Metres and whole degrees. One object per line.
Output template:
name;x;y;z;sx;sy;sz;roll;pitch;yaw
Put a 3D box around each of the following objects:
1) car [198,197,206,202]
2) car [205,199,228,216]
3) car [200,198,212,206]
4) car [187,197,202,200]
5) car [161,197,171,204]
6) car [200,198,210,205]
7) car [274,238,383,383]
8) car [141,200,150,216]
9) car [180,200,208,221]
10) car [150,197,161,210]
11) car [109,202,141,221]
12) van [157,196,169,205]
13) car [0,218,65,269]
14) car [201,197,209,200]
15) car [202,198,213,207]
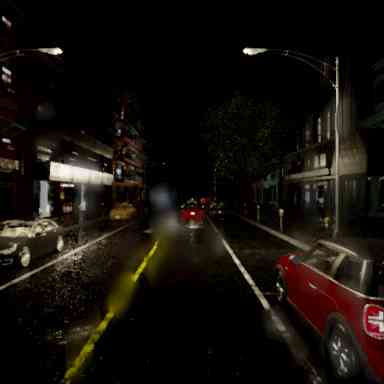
car;2.558;1.921;85.198;1.947;1.339;4.313;0;0;0
car;2.637;1.668;33.930;2.008;1.369;4.403;0;0;0
car;2.593;1.786;62.413;1.887;1.381;4.507;0;0;0
car;0.032;1.655;45.771;2.128;1.511;4.902;0;0;0
car;-5.805;1.879;73.797;1.802;1.307;4.206;0;0;0
car;2.584;1.835;68.109;1.947;1.339;4.313;0;0;0
car;2.680;1.458;5.447;1.967;1.590;4.097;0;0;0
car;-5.744;1.662;33.920;1.887;1.381;4.507;0;0;0
car;0.056;1.658;27.893;1.994;1.385;4.181;0;0;0
car;-5.762;1.729;45.312;1.947;1.339;4.313;0;0;0
car;-5.736;1.621;28.053;1.752;1.417;4.829;0;0;0
van;-5.789;1.582;62.404;1.690;1.788;3.998;0;0;0
car;-5.709;1.587;11.132;2.008;1.369;4.403;0;0;0
car;2.619;1.708;45.322;1.887;1.381;4.507;0;0;0
car;2.601;1.796;56.715;1.802;1.307;4.206;0;0;0
